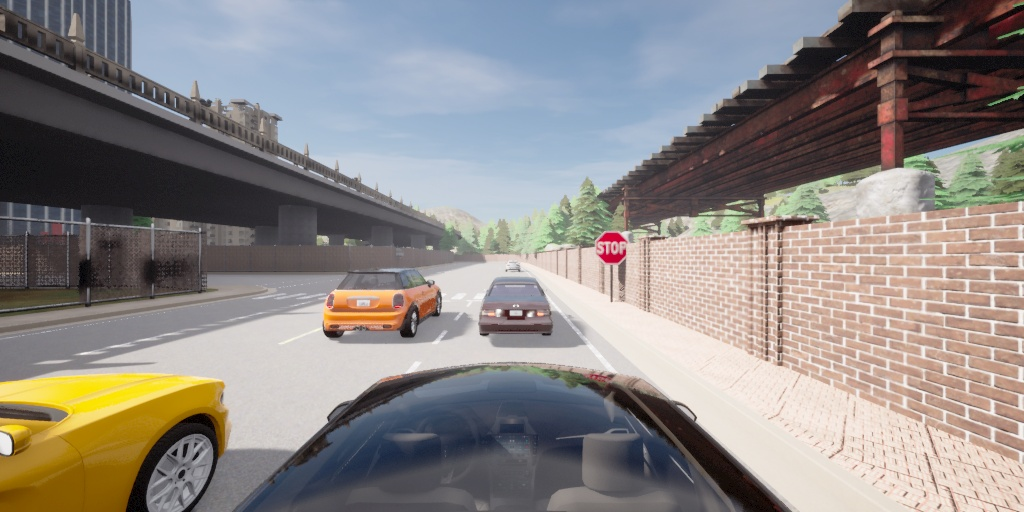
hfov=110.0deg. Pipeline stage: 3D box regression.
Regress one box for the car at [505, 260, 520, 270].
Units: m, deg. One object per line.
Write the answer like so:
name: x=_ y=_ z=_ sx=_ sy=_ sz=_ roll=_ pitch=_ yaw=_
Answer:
car: x=0.113 y=1.276 z=46.246 sx=1.812 sy=1.442 sz=4.674 roll=0 pitch=0 yaw=-1

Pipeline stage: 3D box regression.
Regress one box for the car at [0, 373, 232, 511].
car: x=-3.397 y=1.228 z=1.092 sx=1.882 sy=1.535 sz=5.008 roll=0 pitch=0 yaw=0

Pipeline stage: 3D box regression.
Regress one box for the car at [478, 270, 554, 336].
car: x=0.088 y=1.297 z=10.369 sx=2.033 sy=1.411 sz=5.357 roll=0 pitch=0 yaw=0

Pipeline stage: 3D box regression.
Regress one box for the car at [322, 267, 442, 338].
car: x=-3.413 y=1.102 z=10.350 sx=2.097 sy=1.767 sz=4.553 roll=0 pitch=0 yaw=0
